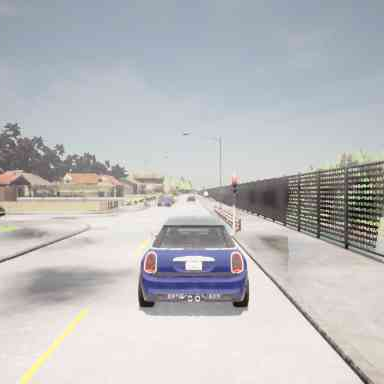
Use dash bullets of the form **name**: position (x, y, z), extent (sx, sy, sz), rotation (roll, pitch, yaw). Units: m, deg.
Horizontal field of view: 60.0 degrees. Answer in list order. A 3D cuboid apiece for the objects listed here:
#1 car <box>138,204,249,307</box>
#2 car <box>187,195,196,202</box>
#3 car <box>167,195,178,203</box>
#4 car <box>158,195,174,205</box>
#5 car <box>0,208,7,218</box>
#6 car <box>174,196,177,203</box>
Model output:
- **car**: position (0.037, 1.352, 8.119), extent (2.097, 1.767, 4.553), rotation (0, 0, 0)
- **car**: position (-0.142, 1.524, 76.319), extent (1.812, 1.442, 4.674), rotation (0, 0, 0)
- **car**: position (-4.133, 1.478, 71.005), extent (1.882, 1.535, 5.008), rotation (0, 0, 0)
- **car**: position (-4.182, 1.526, 50.974), extent (1.812, 1.442, 4.674), rotation (0, 0, 0)
- **car**: position (-17.842, 1.601, 27.186), extent (4.718, 1.301, 1.895), rotation (0, 0, 0)
- **car**: position (-4.183, 1.547, 60.742), extent (2.033, 1.411, 5.357), rotation (0, 0, 0)
